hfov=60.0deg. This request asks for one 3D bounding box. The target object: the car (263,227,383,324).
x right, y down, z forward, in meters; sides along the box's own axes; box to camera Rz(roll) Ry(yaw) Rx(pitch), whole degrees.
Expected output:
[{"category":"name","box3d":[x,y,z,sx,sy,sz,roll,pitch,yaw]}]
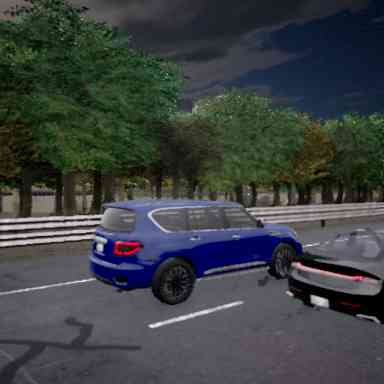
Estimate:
[{"category":"car","box3d":[3.951,1.470,6.562,4.902,1.511,2.128,0,0,-35]}]

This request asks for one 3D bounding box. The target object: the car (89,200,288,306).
[{"category":"car","box3d":[0.321,1.206,8.272,5.566,2.045,2.150,0,0,-35]}]
